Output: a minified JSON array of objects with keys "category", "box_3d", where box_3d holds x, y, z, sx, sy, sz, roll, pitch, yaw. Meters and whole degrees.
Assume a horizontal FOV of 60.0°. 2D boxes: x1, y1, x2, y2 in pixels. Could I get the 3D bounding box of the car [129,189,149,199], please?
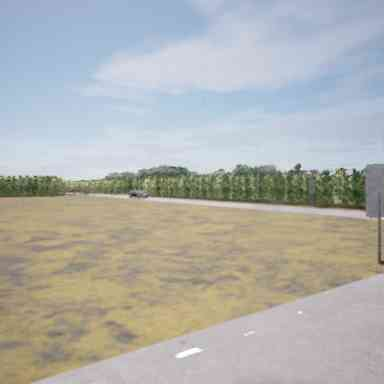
[{"category":"car","box_3d":[-9.139,0.318,56.760,2.128,1.511,4.902,0,1,-35]}]
